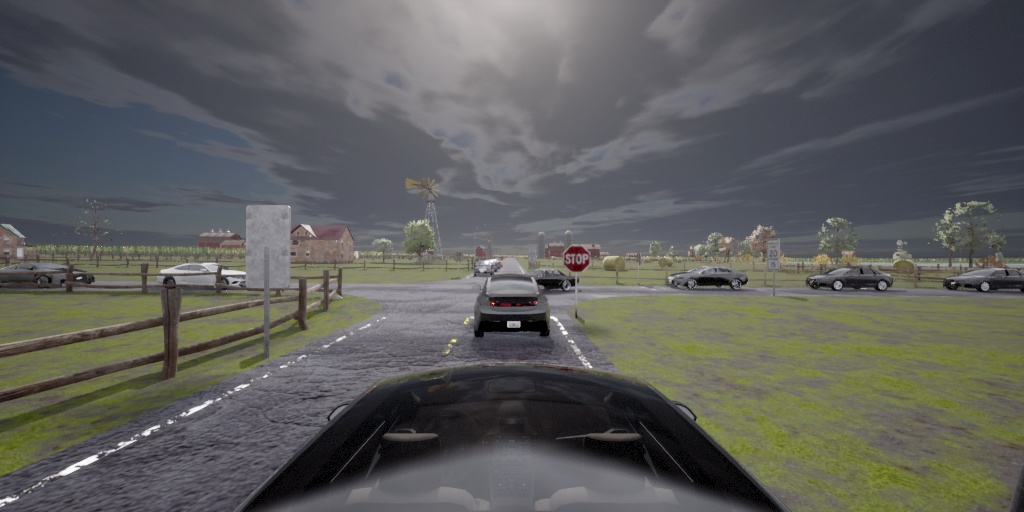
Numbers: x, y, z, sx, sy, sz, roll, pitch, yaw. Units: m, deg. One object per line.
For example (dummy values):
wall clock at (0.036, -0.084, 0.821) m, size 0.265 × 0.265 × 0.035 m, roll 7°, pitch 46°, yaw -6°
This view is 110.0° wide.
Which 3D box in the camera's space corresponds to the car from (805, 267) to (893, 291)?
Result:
car at (22.212, 1.500, 23.730) m, size 4.892 × 1.490 × 1.837 m, roll 1°, pitch -1°, yaw -1°

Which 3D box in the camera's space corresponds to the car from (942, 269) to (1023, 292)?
car at (31.715, 1.587, 23.846) m, size 4.892 × 1.490 × 1.837 m, roll 1°, pitch -1°, yaw -1°

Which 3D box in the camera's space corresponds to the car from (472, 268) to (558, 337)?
car at (-0.069, 1.256, 10.297) m, size 1.837 × 1.490 × 4.892 m, roll 0°, pitch 0°, yaw -3°

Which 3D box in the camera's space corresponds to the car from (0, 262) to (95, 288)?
car at (-26.353, 1.048, 20.147) m, size 4.181 × 1.385 × 1.994 m, roll 1°, pitch -1°, yaw -1°

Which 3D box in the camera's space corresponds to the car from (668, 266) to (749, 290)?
car at (12.810, 1.397, 23.565) m, size 4.902 × 1.511 × 2.128 m, roll 1°, pitch -1°, yaw -2°

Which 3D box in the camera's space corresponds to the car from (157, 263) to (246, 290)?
car at (-17.233, 1.104, 20.263) m, size 4.674 × 1.442 × 1.812 m, roll 1°, pitch -1°, yaw -1°

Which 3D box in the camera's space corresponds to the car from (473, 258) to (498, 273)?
car at (-2.839, 1.243, 36.985) m, size 2.128 × 1.511 × 4.902 m, roll 0°, pitch 0°, yaw 0°

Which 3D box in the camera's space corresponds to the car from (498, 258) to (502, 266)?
car at (-2.827, 1.242, 46.431) m, size 2.128 × 1.511 × 4.902 m, roll 0°, pitch 0°, yaw 0°

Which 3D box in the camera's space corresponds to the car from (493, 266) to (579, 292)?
car at (1.510, 1.369, 20.342) m, size 4.718 × 1.301 × 1.895 m, roll 1°, pitch 0°, yaw -35°
